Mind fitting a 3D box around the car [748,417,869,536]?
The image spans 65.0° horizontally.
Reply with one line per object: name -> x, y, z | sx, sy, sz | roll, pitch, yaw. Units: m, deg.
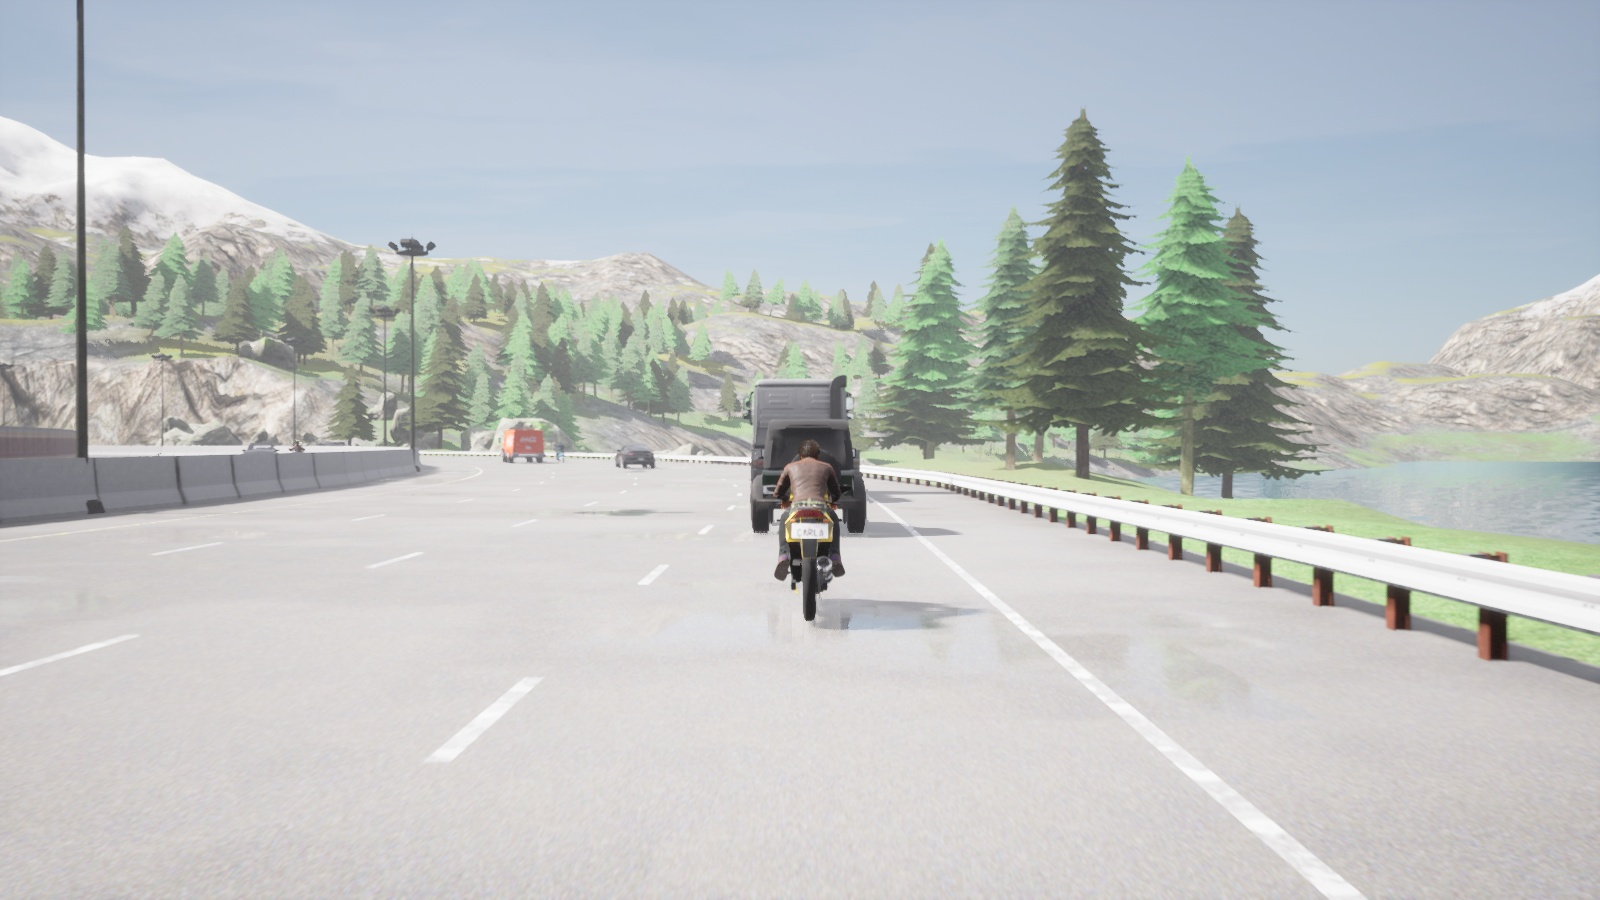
car -> 0.141, 0.409, 21.745 | 1.905, 1.878, 3.866 | 0, 0, 0

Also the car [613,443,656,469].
car -> -9.685, 0.316, 73.235 | 1.812, 1.442, 4.674 | 0, 0, -16

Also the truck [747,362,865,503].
truck -> 0.037, -0.448, 34.785 | 2.891, 3.462, 7.936 | 0, 0, -2

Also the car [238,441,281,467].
car -> -32.715, 0.210, 76.125 | 2.128, 1.511, 4.902 | 0, 0, -20

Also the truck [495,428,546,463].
truck -> -20.774, -0.327, 93.154 | 2.627, 2.467, 5.204 | 0, 0, -25

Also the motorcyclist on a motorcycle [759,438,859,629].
motorcyclist on a motorcycle -> 0.079, 0.661, 11.028 | 0.797, 1.523, 2.044 | 0, 0, 0
